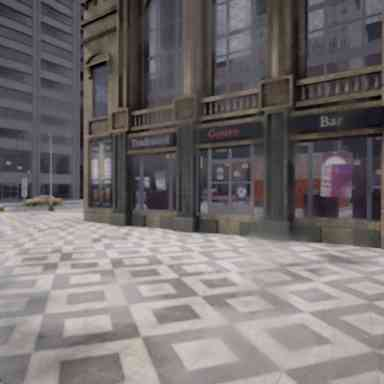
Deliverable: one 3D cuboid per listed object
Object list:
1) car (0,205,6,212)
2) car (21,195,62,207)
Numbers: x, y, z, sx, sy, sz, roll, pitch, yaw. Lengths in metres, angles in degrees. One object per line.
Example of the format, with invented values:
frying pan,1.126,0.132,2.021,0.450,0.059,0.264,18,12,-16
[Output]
car,-18.242,1.258,27.761,1.752,1.417,4.829,1,2,36
car,-18.743,1.037,41.662,1.752,1.417,4.829,2,2,36
